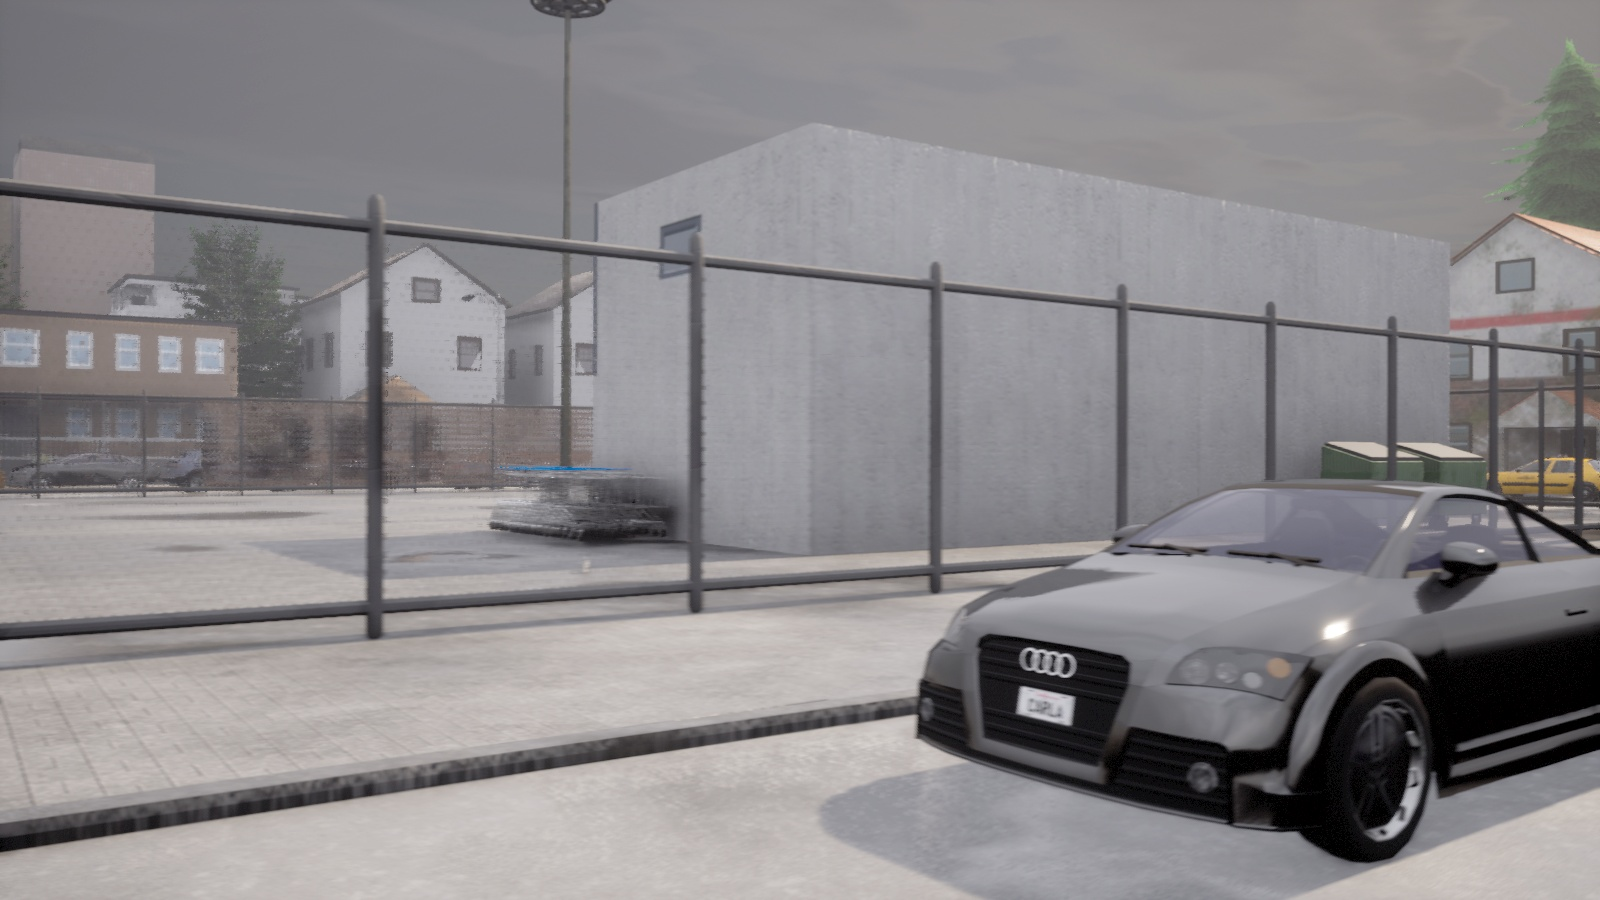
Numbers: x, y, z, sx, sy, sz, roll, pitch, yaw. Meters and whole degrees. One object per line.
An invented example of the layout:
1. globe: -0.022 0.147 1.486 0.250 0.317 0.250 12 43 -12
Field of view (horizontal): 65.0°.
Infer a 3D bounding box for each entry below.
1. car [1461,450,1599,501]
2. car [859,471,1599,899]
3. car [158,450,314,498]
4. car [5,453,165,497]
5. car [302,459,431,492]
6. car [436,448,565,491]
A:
1. car: 24.447 0.783 40.455 1.801 1.575 5.366 0 0 -35
2. car: 2.545 0.825 6.109 4.181 1.385 1.994 0 0 -36
3. car: -20.347 0.841 45.352 4.856 1.649 2.033 0 0 -34
4. car: -26.226 0.876 46.130 4.902 1.511 2.128 0 0 -36
5. car: -17.883 1.029 51.921 4.718 1.301 1.895 0 0 -35
6. car: -12.153 0.764 51.081 4.611 1.667 2.242 0 0 -33
